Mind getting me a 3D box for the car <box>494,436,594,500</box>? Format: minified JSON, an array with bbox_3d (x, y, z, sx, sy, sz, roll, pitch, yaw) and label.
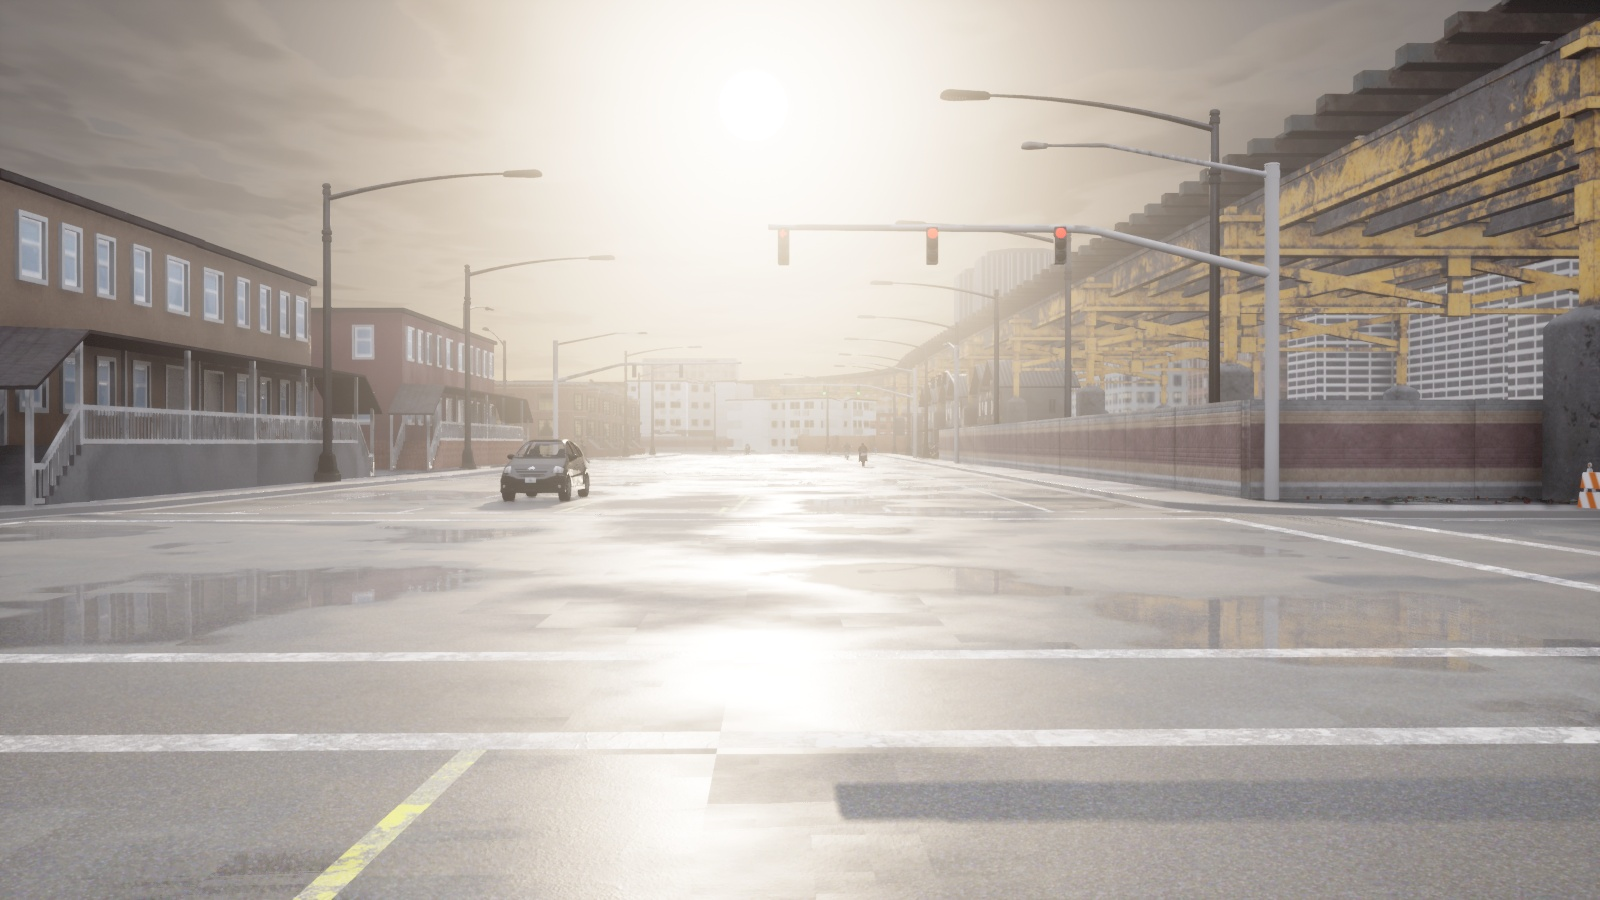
[{"bbox_3d":[-6.792,0.449,33.720,1.851,1.617,3.988,0,0,0],"label":"car"}]
